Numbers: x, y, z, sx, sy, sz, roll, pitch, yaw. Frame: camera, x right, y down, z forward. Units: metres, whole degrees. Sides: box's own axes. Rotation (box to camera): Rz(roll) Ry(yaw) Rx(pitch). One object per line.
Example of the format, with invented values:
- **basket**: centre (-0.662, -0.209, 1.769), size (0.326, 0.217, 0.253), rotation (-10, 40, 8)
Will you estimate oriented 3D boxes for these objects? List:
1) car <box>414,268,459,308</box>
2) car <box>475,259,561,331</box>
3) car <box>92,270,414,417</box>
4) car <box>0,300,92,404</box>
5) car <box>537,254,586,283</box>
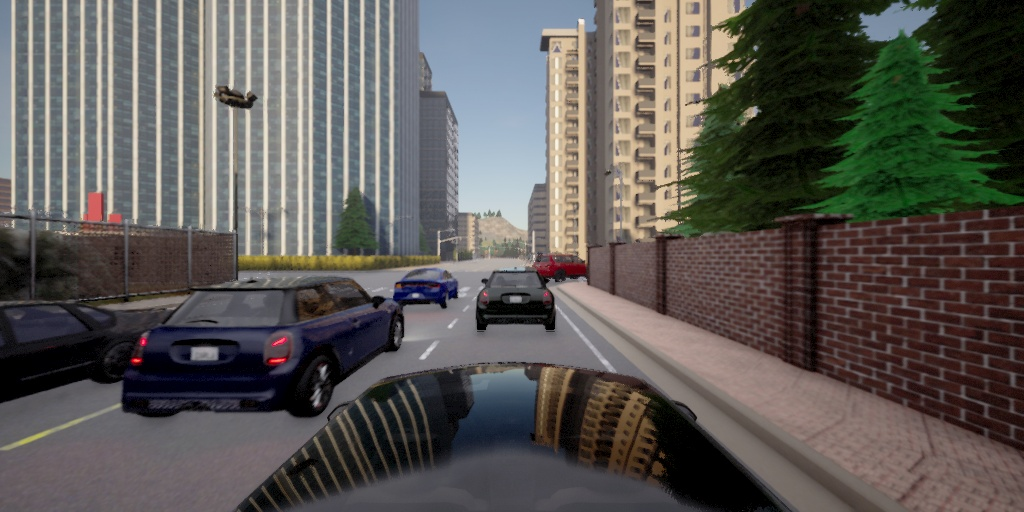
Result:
- **car**: centre (-3.416, 1.231, 15.108), size (1.882, 1.535, 5.008), rotation (0, 0, -1)
- **car**: centre (0.099, 1.105, 11.132), size (2.097, 1.767, 4.553), rotation (0, 0, 0)
- **car**: centre (-3.404, 1.103, 6.101), size (2.097, 1.767, 4.553), rotation (0, 0, 0)
- **car**: centre (-7.092, 1.298, 4.382), size (2.033, 1.411, 5.357), rotation (0, 0, 0)
- **car**: centre (4.164, 0.919, 27.446), size (5.566, 2.045, 2.150), rotation (0, -2, -33)
